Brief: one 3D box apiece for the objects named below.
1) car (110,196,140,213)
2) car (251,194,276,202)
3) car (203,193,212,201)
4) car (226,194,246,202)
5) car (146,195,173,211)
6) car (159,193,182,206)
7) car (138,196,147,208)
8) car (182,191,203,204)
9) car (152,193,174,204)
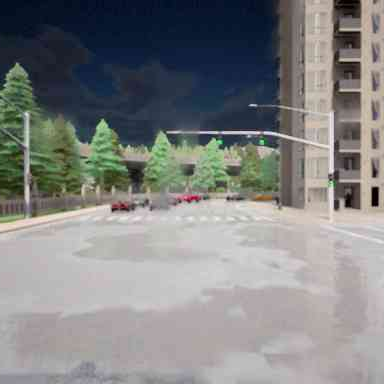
[{"bbox_3d":[-7.066,1.398,34.591,1.895,1.301,4.718,0,0,1],"label":"car"},{"bbox_3d":[13.535,1.097,64.527,5.008,1.535,1.882,0,0,-37],"label":"car"},{"bbox_3d":[2.235,1.087,68.236,1.837,1.490,4.892,0,0,39],"label":"car"},{"bbox_3d":[8.522,1.145,64.714,4.674,1.442,1.812,0,0,-42],"label":"car"},{"bbox_3d":[-3.520,1.346,37.080,1.994,1.385,4.181,0,0,1],"label":"car"},{"bbox_3d":[-3.068,1.288,46.915,1.994,1.385,4.181,0,0,6],"label":"car"},{"bbox_3d":[-6.765,1.235,43.712,2.128,1.511,4.902,0,0,4],"label":"car"},{"bbox_3d":[-0.505,0.885,57.295,2.150,2.045,5.566,0,0,24],"label":"car"},{"bbox_3d":[-4.795,1.026,55.556,2.097,1.767,4.553,0,0,19],"label":"car"}]
